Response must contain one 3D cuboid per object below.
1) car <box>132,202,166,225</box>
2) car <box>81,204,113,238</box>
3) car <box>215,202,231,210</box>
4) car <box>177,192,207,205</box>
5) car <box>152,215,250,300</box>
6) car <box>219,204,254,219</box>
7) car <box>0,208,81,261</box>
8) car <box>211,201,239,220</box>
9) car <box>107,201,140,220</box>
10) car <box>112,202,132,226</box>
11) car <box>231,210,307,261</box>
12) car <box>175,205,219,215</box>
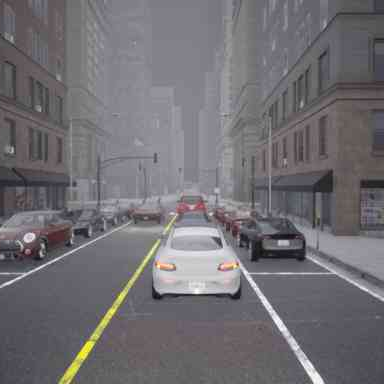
[{"bbox_3d":[-3.036,1.476,24.505,1.882,1.535,5.008,0,0,0],"label":"car"},{"bbox_3d":[-5.788,1.564,17.535,1.947,1.339,4.313,-1,0,0],"label":"car"},{"bbox_3d":[2.732,1.543,23.047,1.887,1.381,4.507,-1,0,0],"label":"car"},{"bbox_3d":[-0.022,1.219,26.152,2.150,2.045,5.566,0,0,0],"label":"car"},{"bbox_3d":[0.093,1.524,8.279,1.812,1.442,4.674,0,0,0],"label":"car"},{"bbox_3d":[2.737,1.543,17.541,1.887,1.381,4.507,-1,0,0],"label":"car"},{"bbox_3d":[-5.785,1.438,12.029,1.967,1.590,4.097,-1,0,0],"label":"car"},{"bbox_3d":[2.728,1.543,28.552,1.887,1.381,4.507,-1,0,0],"label":"car"},{"bbox_3d":[-5.797,1.543,28.546,1.887,1.381,4.507,-1,0,0],"label":"car"},{"bbox_3d":[-5.792,1.549,23.040,2.008,1.369,4.403,-1,0,0],"label":"car"},{"bbox_3d":[2.742,1.564,12.037,1.947,1.339,4.313,-1,0,0],"label":"car"},{"bbox_3d":[0.083,1.562,16.765,1.994,1.385,4.181,0,0,0],"label":"car"}]
